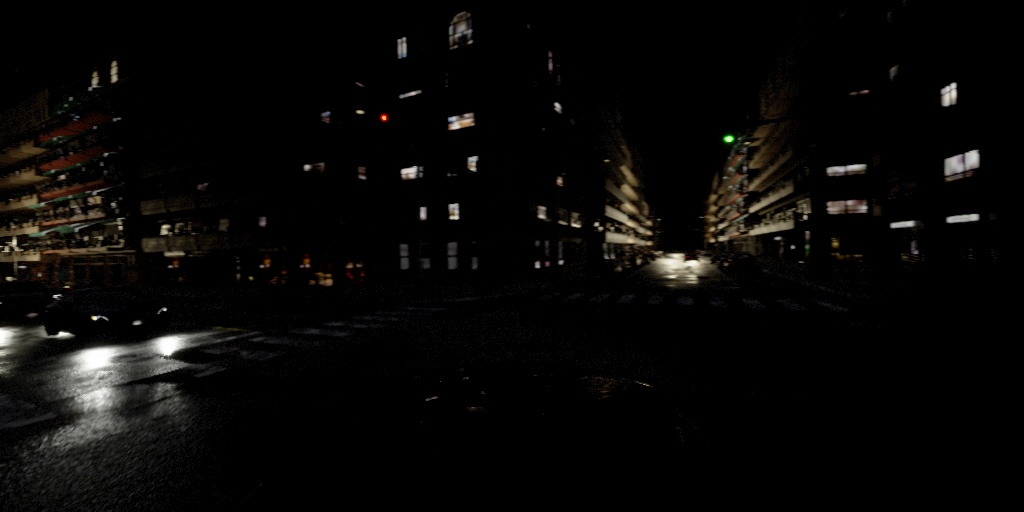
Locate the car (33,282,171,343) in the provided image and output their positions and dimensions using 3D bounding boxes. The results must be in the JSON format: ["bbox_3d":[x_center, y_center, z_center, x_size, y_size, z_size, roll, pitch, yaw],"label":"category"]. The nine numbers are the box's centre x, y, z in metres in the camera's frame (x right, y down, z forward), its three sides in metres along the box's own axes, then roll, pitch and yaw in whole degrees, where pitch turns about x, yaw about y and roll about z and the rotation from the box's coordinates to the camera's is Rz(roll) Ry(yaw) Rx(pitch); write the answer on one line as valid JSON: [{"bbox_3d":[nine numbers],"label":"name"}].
[{"bbox_3d":[-12.818,1.708,11.304,4.674,1.442,1.812,-2,1,27],"label":"car"}]

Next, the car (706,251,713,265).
[{"bbox_3d":[23.621,0.282,40.955,1.802,1.307,4.207,0,0,26],"label":"car"}]

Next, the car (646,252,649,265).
[{"bbox_3d":[13.539,0.461,39.283,1.751,1.417,4.829,0,0,26],"label":"car"}]

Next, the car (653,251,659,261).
[{"bbox_3d":[20.952,0.015,54.819,1.967,1.591,4.097,0,0,26],"label":"car"}]

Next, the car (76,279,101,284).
[{"bbox_3d":[-31.305,2.367,26.305,4.207,1.307,1.802,0,0,25],"label":"car"}]

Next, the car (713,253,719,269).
[{"bbox_3d":[18.729,0.381,30.700,1.967,1.591,4.097,0,0,26],"label":"car"}]

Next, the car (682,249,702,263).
[{"bbox_3d":[23.706,0.138,47.401,1.812,1.442,4.674,-1,1,26],"label":"car"}]

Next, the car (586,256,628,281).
[{"bbox_3d":[6.273,0.866,24.054,1.948,1.339,4.313,0,0,26],"label":"car"}]

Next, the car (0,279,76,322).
[{"bbox_3d":[-20.994,1.825,15.113,4.553,1.767,2.097,-2,1,25],"label":"car"}]

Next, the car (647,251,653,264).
[{"bbox_3d":[16.059,0.255,44.564,1.967,1.591,4.097,0,0,26],"label":"car"}]

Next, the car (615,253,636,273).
[{"bbox_3d":[8.646,0.703,29.028,1.751,1.417,4.829,0,0,26],"label":"car"}]

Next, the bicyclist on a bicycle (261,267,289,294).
[{"bbox_3d":[-14.269,1.458,21.597,0.582,1.620,1.656,-2,1,25],"label":"bicyclist on a bicycle"}]

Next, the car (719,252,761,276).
[{"bbox_3d":[16.282,0.503,25.572,1.967,1.591,4.097,0,0,26],"label":"car"}]

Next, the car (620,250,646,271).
[{"bbox_3d":[11.166,0.371,34.309,2.192,1.841,5.009,0,0,26],"label":"car"}]
